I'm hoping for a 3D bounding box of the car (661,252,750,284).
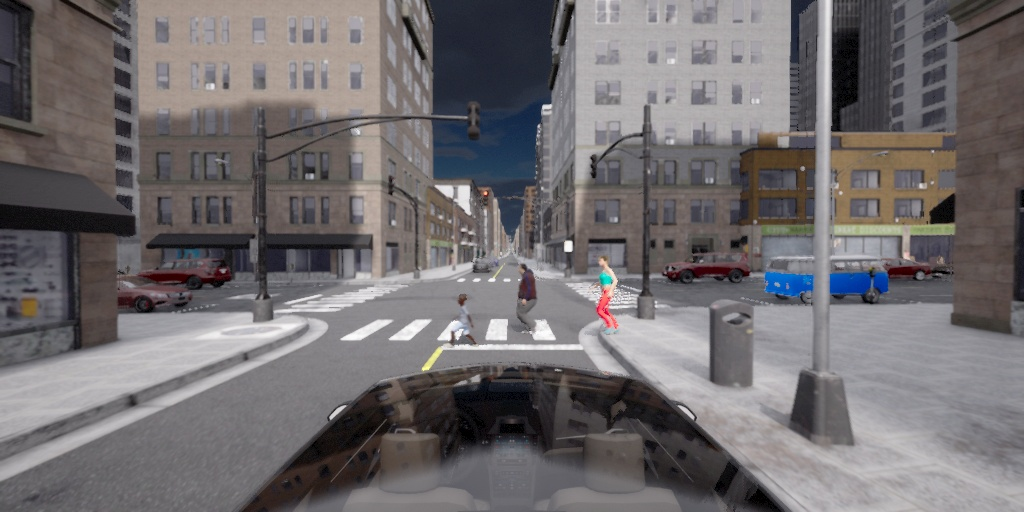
[{"bbox_3d":[12.095,0.706,22.419,5.009,1.841,2.192,0,0,0],"label":"car"}]

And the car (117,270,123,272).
[{"bbox_3d":[-20.732,1.235,16.467,4.553,1.767,2.097,-1,1,0],"label":"car"}]

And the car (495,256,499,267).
[{"bbox_3d":[-3.067,0.711,53.914,2.097,1.767,4.553,0,0,0],"label":"car"}]

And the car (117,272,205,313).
[{"bbox_3d":[-14.818,1.430,13.829,4.207,1.307,1.802,0,0,0],"label":"car"}]

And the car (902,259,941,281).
[{"bbox_3d":[23.313,0.799,22.446,4.507,1.381,1.888,0,0,0],"label":"car"}]

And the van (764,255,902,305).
[{"bbox_3d":[12.118,0.860,13.895,3.998,1.789,1.690,0,0,0],"label":"van"}]

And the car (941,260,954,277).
[{"bbox_3d":[28.923,0.750,22.460,4.313,1.339,1.948,0,0,0],"label":"car"}]

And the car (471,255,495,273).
[{"bbox_3d":[-3.089,0.976,37.557,1.837,1.490,4.892,0,0,0],"label":"car"}]

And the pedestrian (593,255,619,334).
[{"bbox_3d":[2.132,0.837,8.158,0.375,1.860,0.375,0,1,0],"label":"pedestrian"}]

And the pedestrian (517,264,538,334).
[{"bbox_3d":[0.372,0.987,8.761,0.375,1.860,0.375,0,1,0],"label":"pedestrian"}]

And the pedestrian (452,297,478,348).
[{"bbox_3d":[-0.992,0.996,7.560,0.375,1.860,0.375,0,1,0],"label":"pedestrian"}]

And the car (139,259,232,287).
[{"bbox_3d":[-20.346,1.105,22.340,5.009,1.841,2.192,0,0,0],"label":"car"}]
